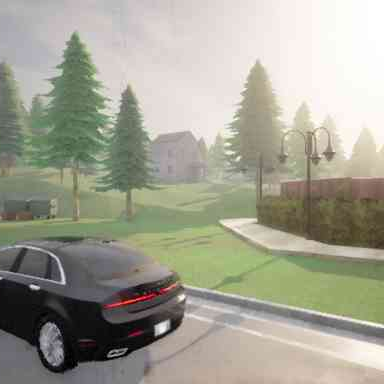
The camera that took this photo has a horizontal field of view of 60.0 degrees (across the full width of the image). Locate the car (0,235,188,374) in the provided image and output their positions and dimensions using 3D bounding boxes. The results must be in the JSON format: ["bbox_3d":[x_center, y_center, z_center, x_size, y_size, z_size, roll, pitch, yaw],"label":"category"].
[{"bbox_3d":[-2.345,1.503,5.662,4.892,1.490,1.837,-1,0,36],"label":"car"}]
